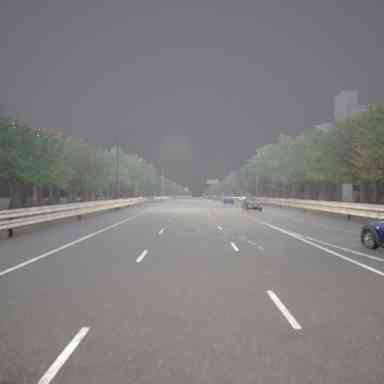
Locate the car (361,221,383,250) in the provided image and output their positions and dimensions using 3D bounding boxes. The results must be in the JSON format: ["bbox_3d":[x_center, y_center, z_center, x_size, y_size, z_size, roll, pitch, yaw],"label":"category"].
[{"bbox_3d":[8.079,1.369,11.667,2.097,1.767,4.553,0,0,-8],"label":"car"}]

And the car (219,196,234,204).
[{"bbox_3d":[7.083,1.590,65.978,1.882,1.535,5.008,0,0,0],"label":"car"}]

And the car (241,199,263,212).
[{"bbox_3d":[7.017,1.566,39.468,2.033,1.411,5.357,0,0,0],"label":"car"}]

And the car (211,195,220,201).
[{"bbox_3d":[7.237,1.751,93.125,2.097,1.767,4.553,0,-1,0],"label":"car"}]
